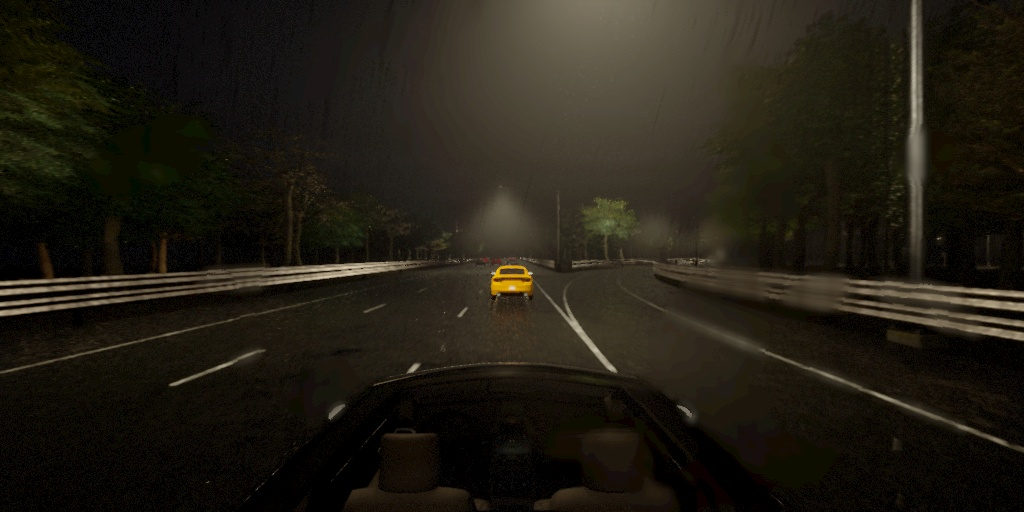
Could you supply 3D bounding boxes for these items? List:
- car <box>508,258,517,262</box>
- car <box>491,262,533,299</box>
[{"bbox_3d":[0.021,1.317,45.977,1.994,1.385,4.181,0,0,0],"label":"car"},{"bbox_3d":[0.009,1.228,18.018,1.882,1.535,5.008,0,0,0],"label":"car"}]
